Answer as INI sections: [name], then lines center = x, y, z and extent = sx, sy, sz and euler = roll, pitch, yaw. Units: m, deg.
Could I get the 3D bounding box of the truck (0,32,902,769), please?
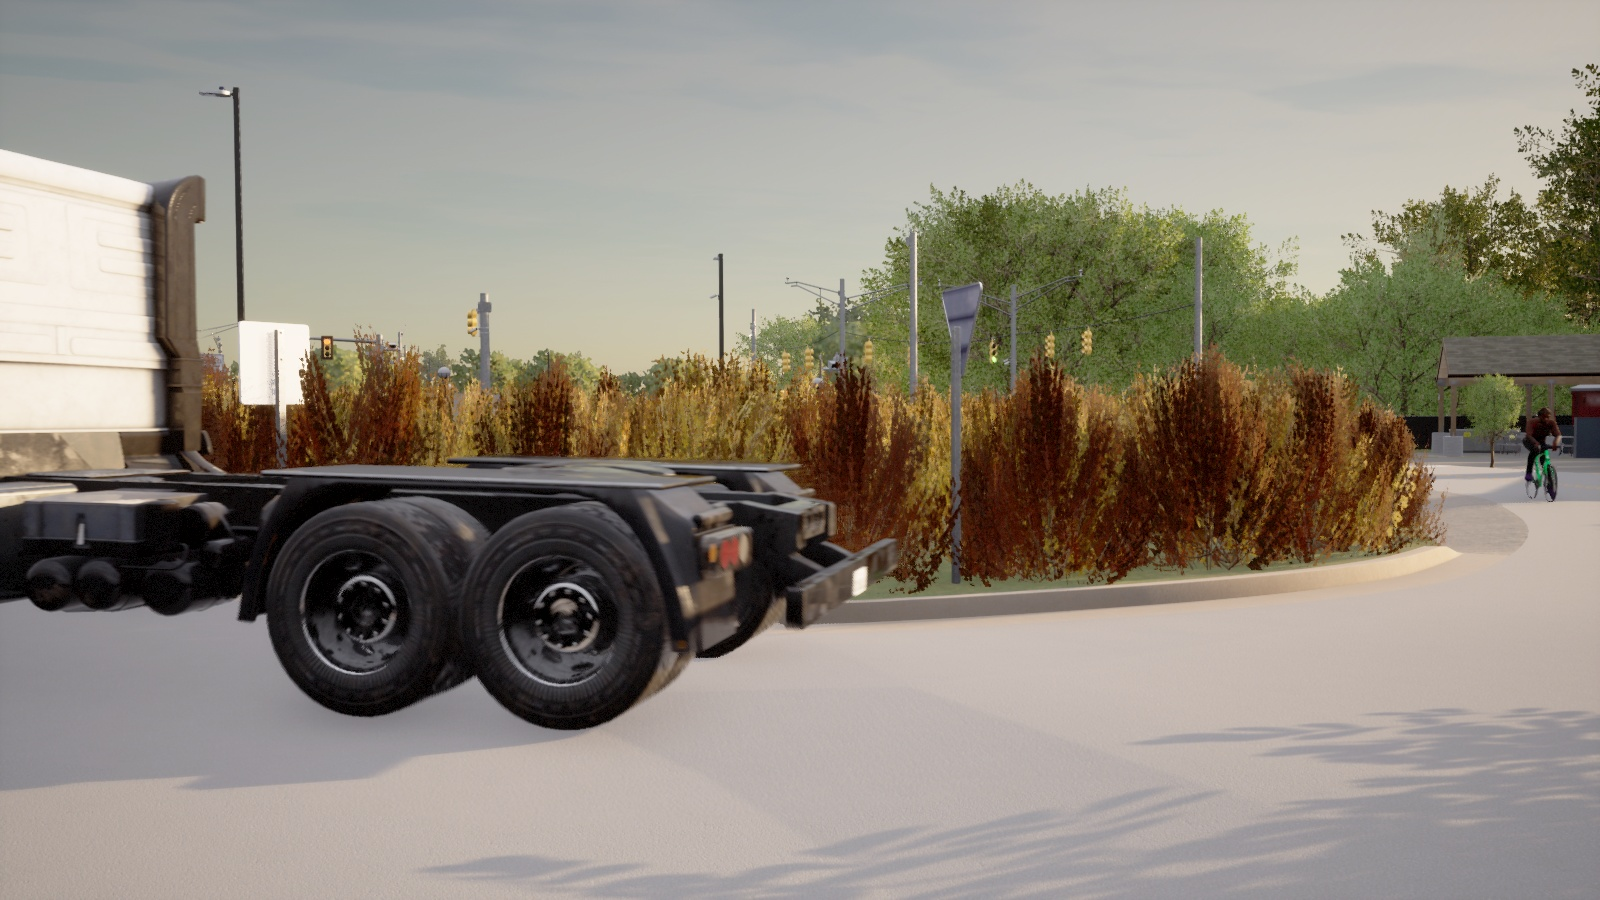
[truck]
center = -3.532, -0.361, 8.307
extent = 7.936, 3.462, 2.891
euler = 2, 2, 15

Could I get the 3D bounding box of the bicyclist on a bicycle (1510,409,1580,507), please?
[bicyclist on a bicycle]
center = 12.800, 0.116, 21.620
extent = 0.582, 1.620, 1.656
euler = 0, 2, 14
